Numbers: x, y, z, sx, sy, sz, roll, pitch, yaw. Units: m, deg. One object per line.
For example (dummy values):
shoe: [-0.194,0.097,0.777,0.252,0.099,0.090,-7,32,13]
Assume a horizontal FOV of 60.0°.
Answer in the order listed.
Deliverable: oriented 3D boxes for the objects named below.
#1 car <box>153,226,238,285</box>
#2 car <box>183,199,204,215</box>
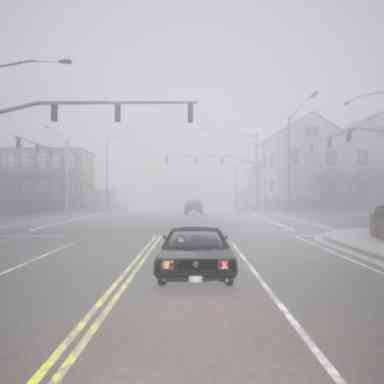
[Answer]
car: [0.097,1.612,9.447,1.895,1.301,4.718,0,0,0]
car: [0.174,1.516,34.620,1.837,1.490,4.892,0,0,0]
